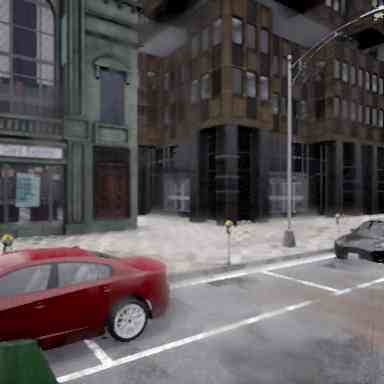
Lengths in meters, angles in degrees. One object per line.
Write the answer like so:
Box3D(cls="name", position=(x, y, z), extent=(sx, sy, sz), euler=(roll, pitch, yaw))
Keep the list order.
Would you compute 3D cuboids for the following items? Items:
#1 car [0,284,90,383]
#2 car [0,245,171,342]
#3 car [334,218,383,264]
Box3D(cls="car", position=(-2.894, 1.596, 1.191), extent=(4.718, 1.301, 1.895), euler=(0, 0, -36))
Box3D(cls="car", position=(-2.460, 1.547, 4.896), extent=(4.507, 1.381, 1.887), euler=(0, 0, -36))
Box3D(cls="car", position=(6.717, 1.596, 11.444), extent=(4.313, 1.339, 1.947), euler=(0, 0, -36))
